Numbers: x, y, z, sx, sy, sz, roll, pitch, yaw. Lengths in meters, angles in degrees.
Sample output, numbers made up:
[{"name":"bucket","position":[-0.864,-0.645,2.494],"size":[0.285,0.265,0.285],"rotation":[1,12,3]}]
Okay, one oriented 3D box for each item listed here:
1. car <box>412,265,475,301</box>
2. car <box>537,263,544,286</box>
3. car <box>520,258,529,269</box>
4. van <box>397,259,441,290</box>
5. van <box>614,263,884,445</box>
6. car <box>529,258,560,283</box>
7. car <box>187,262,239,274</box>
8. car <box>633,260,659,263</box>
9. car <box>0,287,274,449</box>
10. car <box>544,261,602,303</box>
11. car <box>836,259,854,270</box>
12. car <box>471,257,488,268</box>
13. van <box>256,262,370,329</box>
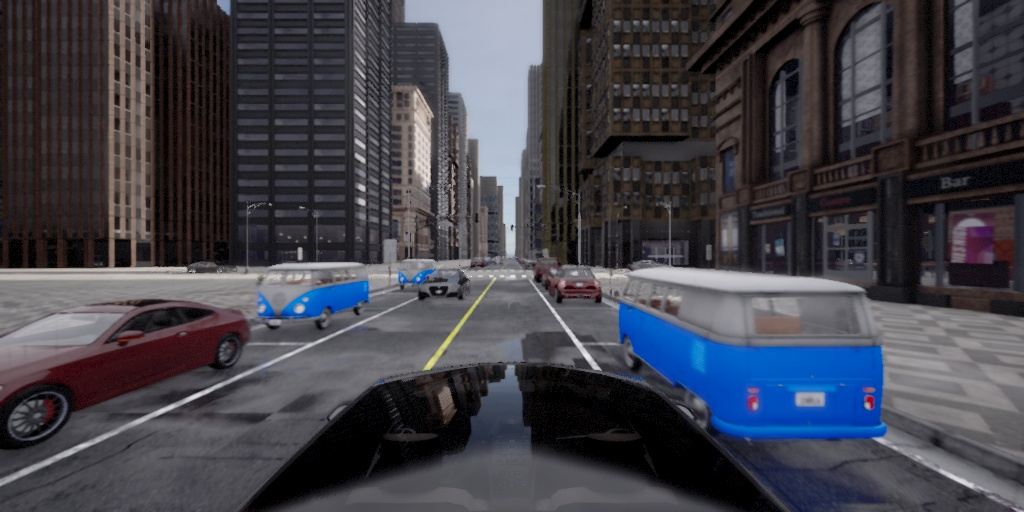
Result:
[{"name":"car","position":[-3.094,1.310,17.108],"size":[1.994,1.385,4.181],"rotation":[0,0,0]},{"name":"car","position":[2.758,1.328,22.200],"size":[1.802,1.307,4.207],"rotation":[0,0,0]},{"name":"car","position":[2.751,1.297,54.850],"size":[2.007,1.370,4.403],"rotation":[0,0,0]},{"name":"van","position":[-5.767,1.086,22.188],"size":[1.690,1.789,3.998],"rotation":[0,0,0]},{"name":"van","position":[2.762,1.090,5.167],"size":[1.690,1.789,3.998],"rotation":[0,0,0]},{"name":"car","position":[2.757,1.060,27.877],"size":[2.192,1.841,5.009],"rotation":[0,0,0]},{"name":"car","position":[-33.115,1.366,39.734],"size":[4.892,1.490,1.837],"rotation":[0,0,0]},{"name":"car","position":[15.393,1.205,39.945],"size":[4.902,1.511,2.128],"rotation":[0,0,0]},{"name":"car","position":[-5.763,1.330,5.156],"size":[1.802,1.307,4.207],"rotation":[0,0,0]},{"name":"car","position":[2.760,1.187,16.522],"size":[1.967,1.591,4.097],"rotation":[0,0,0]},{"name":"car","position":[39.093,1.161,43.118],"size":[4.892,1.490,1.837],"rotation":[0,0,0]},{"name":"car","position":[-5.775,1.061,60.480],"size":[2.192,1.841,5.009],"rotation":[0,0,0]},{"name":"van","position":[-5.764,1.088,10.833],"size":[1.690,1.789,3.998],"rotation":[0,0,0]}]
